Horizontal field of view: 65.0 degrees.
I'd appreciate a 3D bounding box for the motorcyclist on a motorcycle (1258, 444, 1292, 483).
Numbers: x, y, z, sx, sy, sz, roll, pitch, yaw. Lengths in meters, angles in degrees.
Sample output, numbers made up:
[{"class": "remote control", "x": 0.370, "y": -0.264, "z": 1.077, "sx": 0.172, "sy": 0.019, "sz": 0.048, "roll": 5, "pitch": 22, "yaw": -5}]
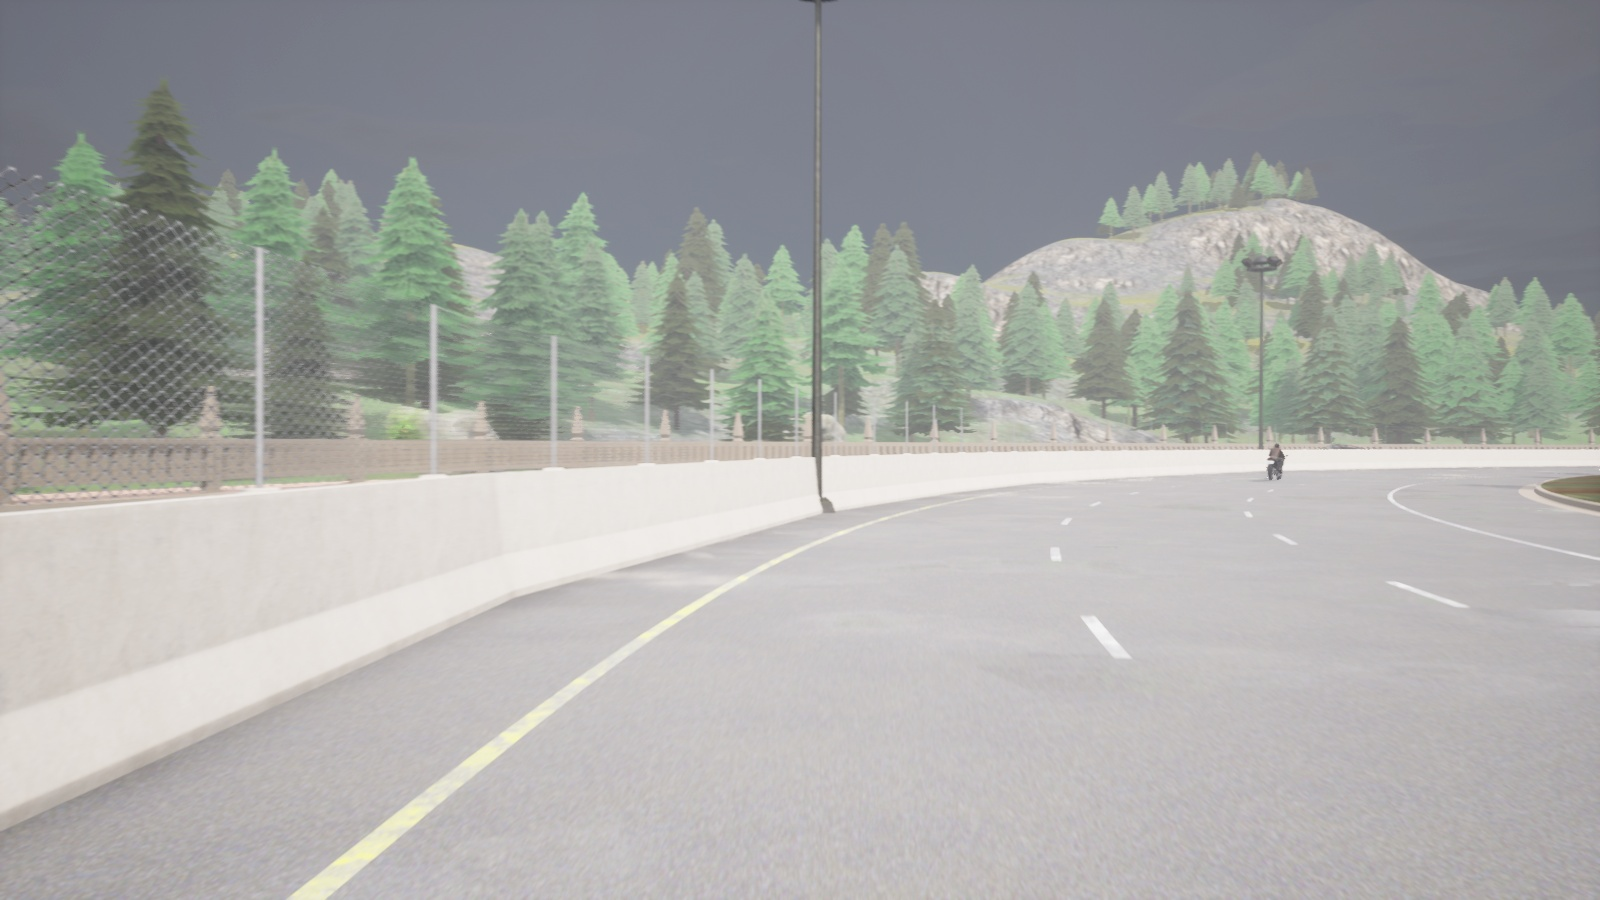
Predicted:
[{"class": "motorcyclist on a motorcycle", "x": 19.292, "y": 0.533, "z": 50.947, "sx": 0.797, "sy": 1.523, "sz": 2.044, "roll": 2, "pitch": 1, "yaw": 34}]
